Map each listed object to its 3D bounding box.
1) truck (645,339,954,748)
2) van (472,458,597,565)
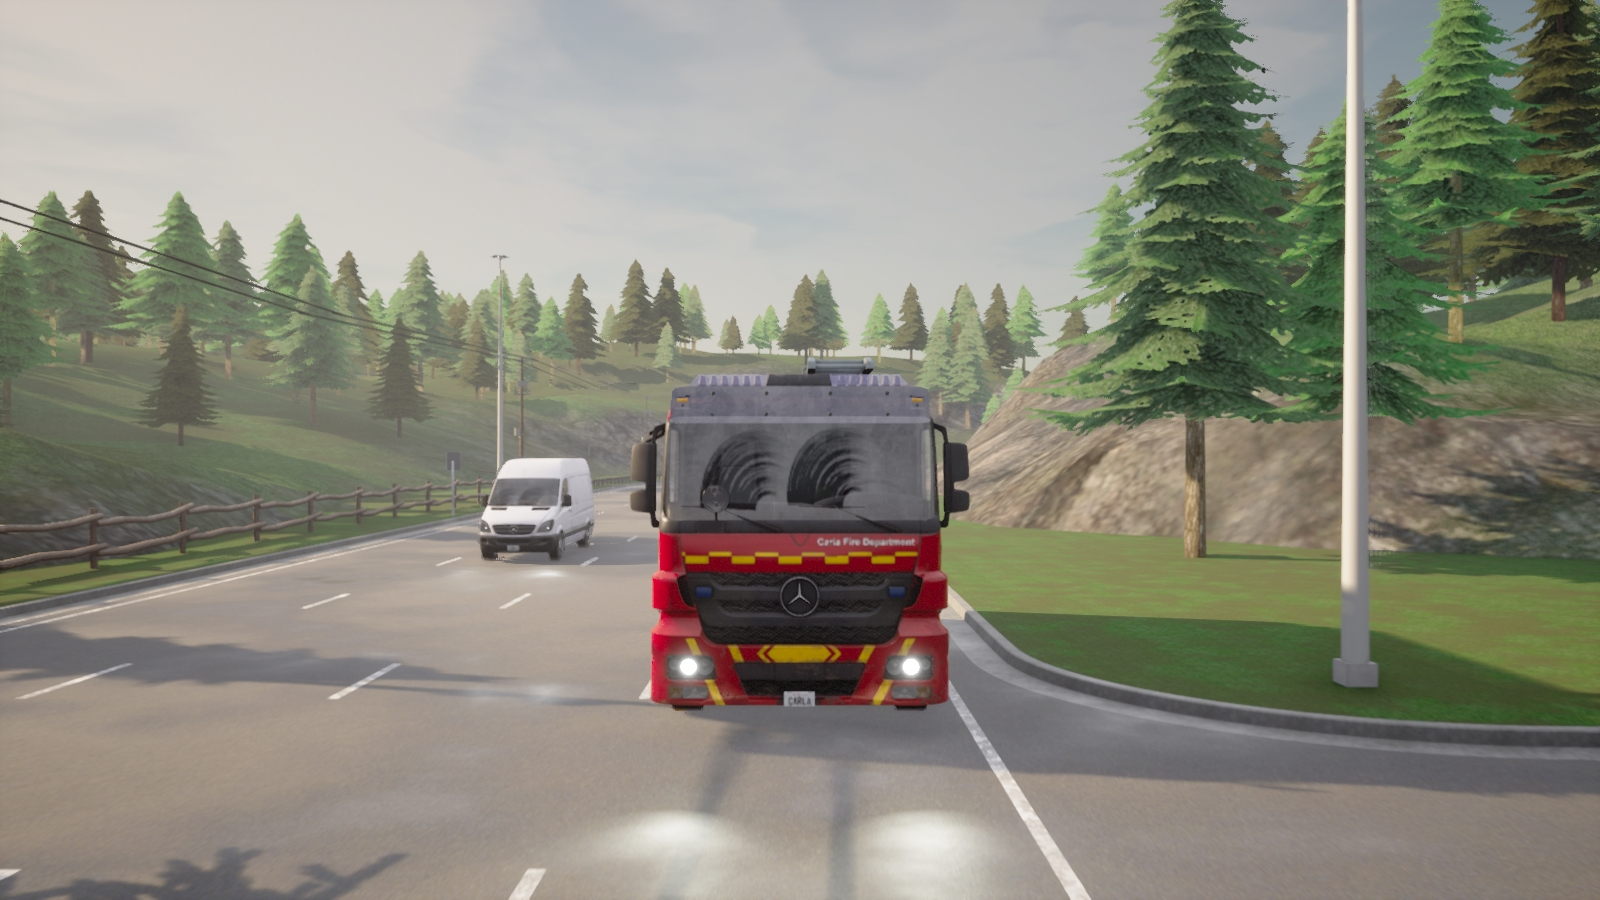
[{"bbox_3d":[-0.006,0.880,14.923,2.891,3.827,8.468,0,0,0],"label":"truck"},{"bbox_3d":[-7.007,1.513,30.820,1.988,2.561,5.915,0,0,0],"label":"van"}]
